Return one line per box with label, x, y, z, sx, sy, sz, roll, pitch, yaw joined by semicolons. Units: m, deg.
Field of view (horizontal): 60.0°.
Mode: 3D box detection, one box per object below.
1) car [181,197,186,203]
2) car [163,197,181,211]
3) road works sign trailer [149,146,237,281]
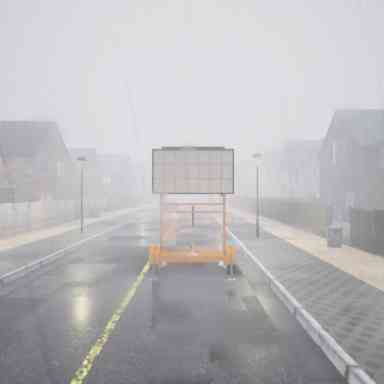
car;-2.558;1.851;78.694;2.128;1.511;4.902;0;-1;0
car;-2.748;1.654;41.896;1.994;1.385;4.181;0;0;0
road works sign trailer;0.029;0.465;9.852;2.380;3.560;2.880;0;0;1
